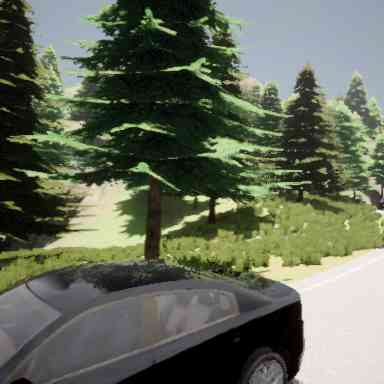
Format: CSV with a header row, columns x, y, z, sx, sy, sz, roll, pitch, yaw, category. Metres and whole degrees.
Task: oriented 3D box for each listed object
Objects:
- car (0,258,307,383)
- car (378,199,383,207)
x,y,z,sx,sy,sz,roll,pitch,yaw,category
-1.000,1.478,3.068,5.008,1.535,1.882,0,0,-37,car
21.625,1.396,36.517,1.895,1.301,4.718,2,0,26,car
